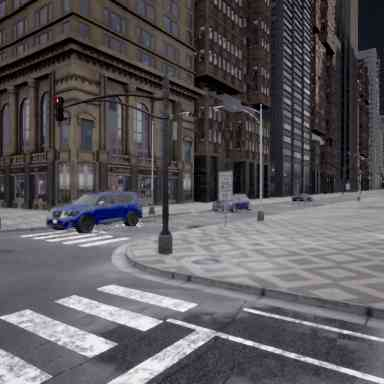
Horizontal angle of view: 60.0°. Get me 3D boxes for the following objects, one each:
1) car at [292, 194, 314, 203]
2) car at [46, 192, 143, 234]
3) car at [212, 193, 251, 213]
[{"bbox_3d":[15.990,0.918,48.075,1.895,1.301,4.718,0,1,36],"label":"car"},{"bbox_3d":[-5.111,1.026,18.329,2.150,2.045,5.566,0,1,33],"label":"car"},{"bbox_3d":[3.718,0.949,31.001,2.097,1.767,4.553,0,1,35],"label":"car"}]
